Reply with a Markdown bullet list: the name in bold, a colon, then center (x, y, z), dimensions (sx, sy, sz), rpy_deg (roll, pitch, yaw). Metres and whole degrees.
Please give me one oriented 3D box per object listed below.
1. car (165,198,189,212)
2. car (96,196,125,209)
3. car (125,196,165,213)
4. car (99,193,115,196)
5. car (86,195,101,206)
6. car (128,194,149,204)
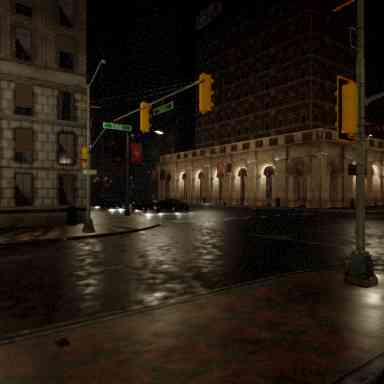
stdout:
- **car**: center (-2.273, 1.478, 39.231), dimensions (1.882, 1.535, 5.008), rpy_deg (0, 0, -36)
- **car**: center (-11.124, 1.564, 45.597), dimensions (1.994, 1.385, 4.181), rpy_deg (0, 0, -35)
- **car**: center (-5.318, 1.505, 37.467), dimensions (1.837, 1.490, 4.892), rpy_deg (0, 0, -36)
- **car**: center (-14.117, 1.221, 56.016), dimensions (2.150, 2.045, 5.566), rpy_deg (0, 0, -35)
- **car**: center (-16.990, 1.478, 53.987), dimensions (1.882, 1.535, 5.008), rpy_deg (0, 0, -35)
- **car**: center (-9.982, 1.352, 62.357), dimensions (2.097, 1.767, 4.553), rpy_deg (0, 0, -35)
